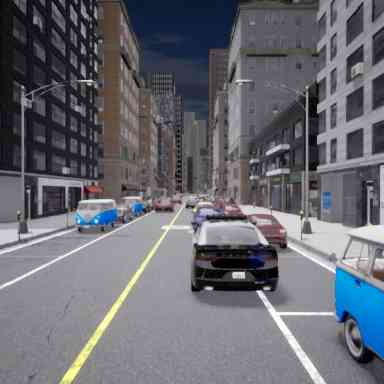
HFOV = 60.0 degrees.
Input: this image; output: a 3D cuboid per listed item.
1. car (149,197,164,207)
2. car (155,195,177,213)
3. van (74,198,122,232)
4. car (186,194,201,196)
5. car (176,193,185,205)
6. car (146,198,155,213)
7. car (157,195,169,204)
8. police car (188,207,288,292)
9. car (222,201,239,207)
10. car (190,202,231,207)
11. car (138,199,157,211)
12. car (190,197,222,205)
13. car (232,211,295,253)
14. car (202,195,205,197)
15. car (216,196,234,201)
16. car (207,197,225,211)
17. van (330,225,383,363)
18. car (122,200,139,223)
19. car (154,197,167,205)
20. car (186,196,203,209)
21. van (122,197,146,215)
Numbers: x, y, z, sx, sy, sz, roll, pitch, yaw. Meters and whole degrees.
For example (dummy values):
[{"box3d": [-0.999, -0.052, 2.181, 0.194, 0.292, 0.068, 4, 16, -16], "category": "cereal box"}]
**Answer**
[{"box3d": [-5.539, 1.573, 52.838, 1.947, 1.339, 4.313, 0, 0, 0], "category": "car"}, {"box3d": [-3.009, 1.479, 37.034, 1.882, 1.535, 5.008, 0, 0, 0], "category": "car"}, {"box3d": [-5.622, 1.340, 19.831, 1.690, 1.788, 3.998, 0, 0, 0], "category": "van"}, {"box3d": [0.147, 1.535, 59.331, 1.812, 1.442, 4.674, 0, 0, 0], "category": "car"}, {"box3d": [-2.848, 1.488, 61.367, 1.882, 1.535, 5.008, 0, 0, 0], "category": "car"}, {"box3d": [-5.580, 1.567, 36.334, 1.947, 1.339, 4.313, 0, 0, 0], "category": "car"}, {"box3d": [-5.512, 1.452, 63.841, 1.967, 1.590, 4.097, 0, 0, 0], "category": "car"}, {"box3d": [0.922, 1.425, 9.097, 1.930, 1.638, 5.238, 0, 0, 0], "category": "police car"}, {"box3d": [2.918, 1.582, 25.309, 1.802, 1.307, 4.206, 0, 0, 0], "category": "car"}, {"box3d": [0.946, 1.526, 18.987, 1.812, 1.442, 4.674, 0, 0, 0], "category": "car"}, {"box3d": [-5.566, 1.585, 41.835, 1.802, 1.307, 4.206, 0, 0, 0], "category": "car"}, {"box3d": [0.961, 1.455, 25.178, 1.801, 1.575, 5.366, 0, 0, 0], "category": "car"}, {"box3d": [2.891, 1.581, 14.307, 1.802, 1.307, 4.206, 0, 0, 0], "category": "car"}, {"box3d": [2.986, 1.557, 52.817, 2.008, 1.369, 4.403, 0, 0, 0], "category": "car"}, {"box3d": [2.931, 1.315, 30.811, 2.192, 1.841, 5.009, 0, 0, 0], "category": "car"}, {"box3d": [2.959, 1.443, 41.814, 1.967, 1.590, 4.097, 0, 0, 0], "category": "car"}, {"box3d": [2.863, 1.341, 3.304, 1.690, 1.788, 3.998, 0, 0, 0], "category": "van"}, {"box3d": [-5.608, 1.550, 25.331, 2.008, 1.369, 4.403, 0, 0, 0], "category": "car"}, {"box3d": [-5.526, 1.591, 58.339, 1.802, 1.307, 4.206, 0, 0, 0], "category": "car"}, {"box3d": [0.132, 1.568, 45.938, 1.994, 1.385, 4.181, 0, 0, 0], "category": "car"}, {"box3d": [-5.594, 1.341, 30.832, 1.690, 1.788, 3.998, 0, 0, 0], "category": "van"}]
